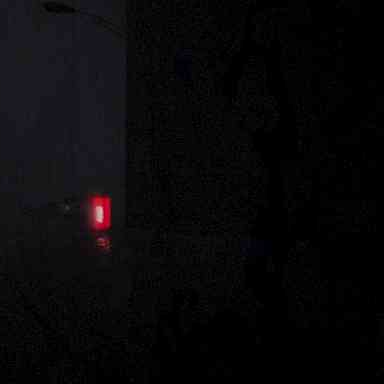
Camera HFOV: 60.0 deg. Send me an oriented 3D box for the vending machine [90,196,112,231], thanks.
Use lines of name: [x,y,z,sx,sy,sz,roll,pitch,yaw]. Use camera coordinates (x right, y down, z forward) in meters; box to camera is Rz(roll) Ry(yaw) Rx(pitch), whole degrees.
vending machine: [-5.603,1.278,20.552,1.100,2.100,0.880,0,0,0]

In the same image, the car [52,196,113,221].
car: [-8.924,1.328,28.414,2.150,2.045,5.566,0,0,17]

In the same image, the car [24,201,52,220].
car: [-12.266,1.574,29.101,1.882,1.535,5.008,0,0,16]
